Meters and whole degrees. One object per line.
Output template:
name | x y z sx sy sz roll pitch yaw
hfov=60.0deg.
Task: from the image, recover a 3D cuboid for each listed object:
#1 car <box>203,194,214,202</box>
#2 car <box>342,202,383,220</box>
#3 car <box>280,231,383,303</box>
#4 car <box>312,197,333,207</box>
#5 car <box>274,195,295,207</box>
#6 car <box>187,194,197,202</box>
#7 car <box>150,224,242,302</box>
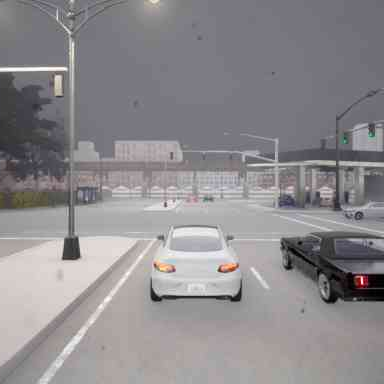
car | 3.528 1.257 72.331 2.097 1.767 4.553 0 0 0
car | 14.899 1.523 27.498 4.674 1.442 1.812 0 0 -1
car | 3.591 1.599 8.128 1.895 1.301 4.718 0 0 0
car | 18.975 1.434 48.443 1.970 1.475 3.806 0 0 0
car | 13.230 1.262 47.682 2.242 1.667 4.611 0 0 0
car | 0.028 1.250 72.332 2.097 1.767 4.553 0 0 0
car | 0.085 1.517 8.145 1.812 1.442 4.674 0 0 0
